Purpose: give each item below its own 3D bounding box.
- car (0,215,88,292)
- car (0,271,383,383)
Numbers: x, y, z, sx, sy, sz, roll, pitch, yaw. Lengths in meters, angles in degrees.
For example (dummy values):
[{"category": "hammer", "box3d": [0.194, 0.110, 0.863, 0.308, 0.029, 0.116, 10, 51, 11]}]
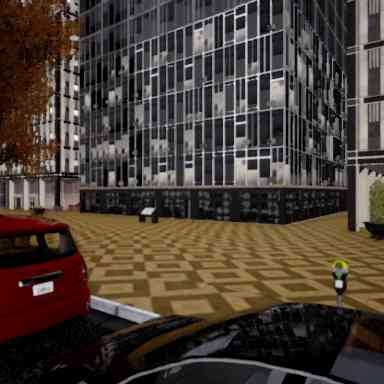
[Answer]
[{"category": "car", "box3d": [-3.834, 1.312, 5.624, 5.009, 1.841, 2.192, 0, 0, 36]}, {"category": "car", "box3d": [0.657, 1.565, 2.409, 4.313, 1.339, 1.947, 0, 0, 36]}]
